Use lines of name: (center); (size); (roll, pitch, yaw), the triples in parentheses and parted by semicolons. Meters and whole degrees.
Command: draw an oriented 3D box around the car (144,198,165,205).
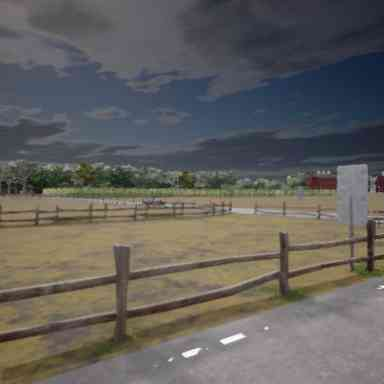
car: (-6.581, 1.740, 58.609); (2.033, 1.411, 5.357); (-1, 1, -35)
